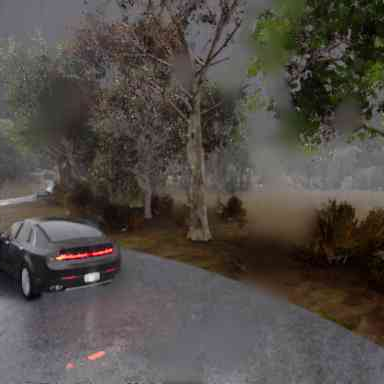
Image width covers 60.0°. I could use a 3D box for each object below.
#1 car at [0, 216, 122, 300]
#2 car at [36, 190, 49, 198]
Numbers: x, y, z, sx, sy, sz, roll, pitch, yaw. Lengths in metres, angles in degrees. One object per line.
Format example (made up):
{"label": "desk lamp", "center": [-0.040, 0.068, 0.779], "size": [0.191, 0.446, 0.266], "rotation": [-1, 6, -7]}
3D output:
{"label": "car", "center": [-3.546, 1.358, 8.197], "size": [1.837, 1.490, 4.892], "rotation": [-1, 1, -42]}
{"label": "car", "center": [-27.829, 0.306, 62.542], "size": [1.994, 1.385, 4.181], "rotation": [-2, 2, -12]}
